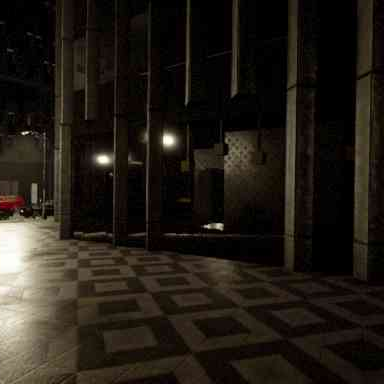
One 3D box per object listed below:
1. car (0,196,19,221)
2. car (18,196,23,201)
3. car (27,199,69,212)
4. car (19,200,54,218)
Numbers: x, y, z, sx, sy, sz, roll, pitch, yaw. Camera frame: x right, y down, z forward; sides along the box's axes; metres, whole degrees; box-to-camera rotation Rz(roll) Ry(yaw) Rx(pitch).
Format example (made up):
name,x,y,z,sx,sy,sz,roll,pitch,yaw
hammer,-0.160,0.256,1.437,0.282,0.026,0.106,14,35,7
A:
name,x,y,z,sx,sy,sz,roll,pitch,yaw
car,-17.118,1.466,26.614,2.192,1.841,5.009,1,0,35
car,-20.819,1.358,36.150,2.192,1.841,5.009,1,0,35
car,-17.566,1.638,40.759,1.947,1.339,4.313,1,0,35
car,-13.865,1.746,31.225,1.947,1.339,4.313,1,0,35
